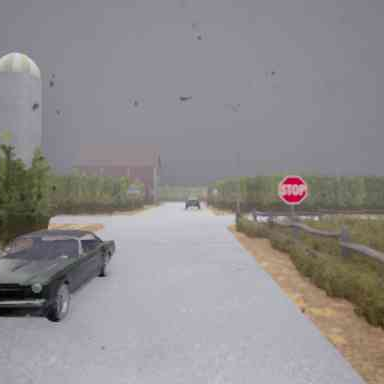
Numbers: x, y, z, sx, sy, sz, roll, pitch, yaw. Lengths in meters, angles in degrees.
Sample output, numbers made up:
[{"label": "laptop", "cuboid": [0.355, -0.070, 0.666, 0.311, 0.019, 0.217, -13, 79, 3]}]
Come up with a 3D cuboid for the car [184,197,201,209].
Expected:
[{"label": "car", "cuboid": [0.089, 1.415, 43.549, 1.837, 1.490, 4.892, 0, -1, 0]}]

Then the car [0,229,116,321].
[{"label": "car", "cuboid": [-3.130, 1.577, 7.346, 1.895, 1.301, 4.718, 0, 0, 0]}]
